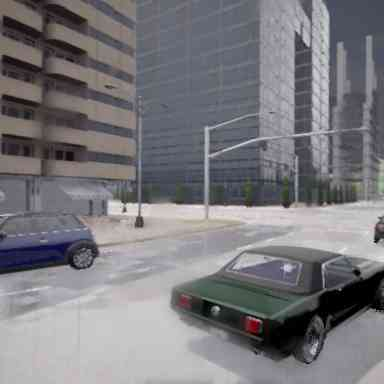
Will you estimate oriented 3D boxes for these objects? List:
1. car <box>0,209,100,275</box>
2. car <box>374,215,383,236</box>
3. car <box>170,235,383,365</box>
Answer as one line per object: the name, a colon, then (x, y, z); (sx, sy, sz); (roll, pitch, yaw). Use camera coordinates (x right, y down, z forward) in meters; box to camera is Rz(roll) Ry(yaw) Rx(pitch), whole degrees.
car: (-5.025, 1.373, 9.306); (4.553, 1.767, 2.097); (1, -1, -41)
car: (10.071, 1.670, 16.132); (1.812, 1.442, 4.674); (0, 0, 36)
car: (1.963, 1.644, 5.983); (4.718, 1.301, 1.895); (1, 0, -44)
